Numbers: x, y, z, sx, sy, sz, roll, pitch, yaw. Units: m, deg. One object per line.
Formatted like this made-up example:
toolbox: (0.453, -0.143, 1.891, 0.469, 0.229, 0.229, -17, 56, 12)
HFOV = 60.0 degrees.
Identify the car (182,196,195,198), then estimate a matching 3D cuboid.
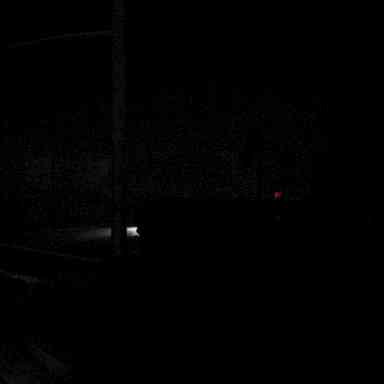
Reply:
car: (-0.870, 1.365, 48.215, 1.845, 1.501, 3.633, 0, 0, 35)

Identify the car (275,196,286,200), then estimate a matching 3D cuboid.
car: (11.109, 1.347, 41.039, 2.097, 1.767, 4.553, 0, 0, 35)

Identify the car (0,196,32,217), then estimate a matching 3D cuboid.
car: (-15.896, 1.331, 26.955, 2.007, 1.523, 4.514, 0, 0, 35)

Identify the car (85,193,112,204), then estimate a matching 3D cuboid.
car: (-15.963, 1.083, 59.059, 1.932, 1.855, 4.605, 0, 0, 35)

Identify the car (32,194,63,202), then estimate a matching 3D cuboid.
car: (-29.018, 1.135, 67.788, 2.152, 1.636, 5.027, 0, 0, 35)

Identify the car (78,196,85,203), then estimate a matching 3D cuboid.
car: (-18.573, 1.062, 60.400, 1.905, 1.878, 3.866, 0, 0, 35)

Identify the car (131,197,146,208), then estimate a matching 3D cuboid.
car: (-7.589, 1.375, 43.878, 1.970, 1.475, 3.806, 0, 0, 35)

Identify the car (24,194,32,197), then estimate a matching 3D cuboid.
car: (-34.444, 1.212, 71.230, 1.970, 1.475, 3.806, 0, 0, 35)
